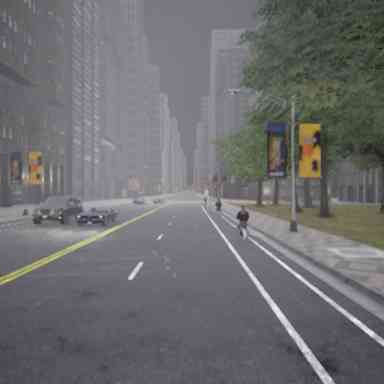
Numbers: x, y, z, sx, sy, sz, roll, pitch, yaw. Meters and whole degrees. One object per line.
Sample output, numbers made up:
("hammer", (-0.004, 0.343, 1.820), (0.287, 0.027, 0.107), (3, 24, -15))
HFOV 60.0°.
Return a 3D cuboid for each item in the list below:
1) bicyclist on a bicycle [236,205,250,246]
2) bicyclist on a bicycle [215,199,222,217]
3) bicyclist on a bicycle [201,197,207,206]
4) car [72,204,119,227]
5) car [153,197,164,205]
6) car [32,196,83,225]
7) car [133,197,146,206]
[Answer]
("bicyclist on a bicycle", (2.232, 1.429, 14.765), (0.659, 1.776, 1.843), (0, 2, 0))
("bicyclist on a bicycle", (2.373, 1.471, 29.381), (0.659, 1.776, 1.843), (-1, 1, 4))
("bicyclist on a bicycle", (2.333, 1.646, 57.246), (0.582, 1.620, 1.656), (-1, 0, 3))
("car", (-6.601, 1.674, 23.645), (1.895, 1.301, 4.718), (0, 0, 0))
("car", (-6.505, 1.769, 65.175), (2.033, 1.411, 5.357), (0, 0, 0))
("car", (-9.850, 1.298, 25.022), (2.150, 2.045, 5.566), (0, 0, 0))
("car", (-9.773, 1.687, 61.859), (1.882, 1.535, 5.008), (0, 0, 1))
